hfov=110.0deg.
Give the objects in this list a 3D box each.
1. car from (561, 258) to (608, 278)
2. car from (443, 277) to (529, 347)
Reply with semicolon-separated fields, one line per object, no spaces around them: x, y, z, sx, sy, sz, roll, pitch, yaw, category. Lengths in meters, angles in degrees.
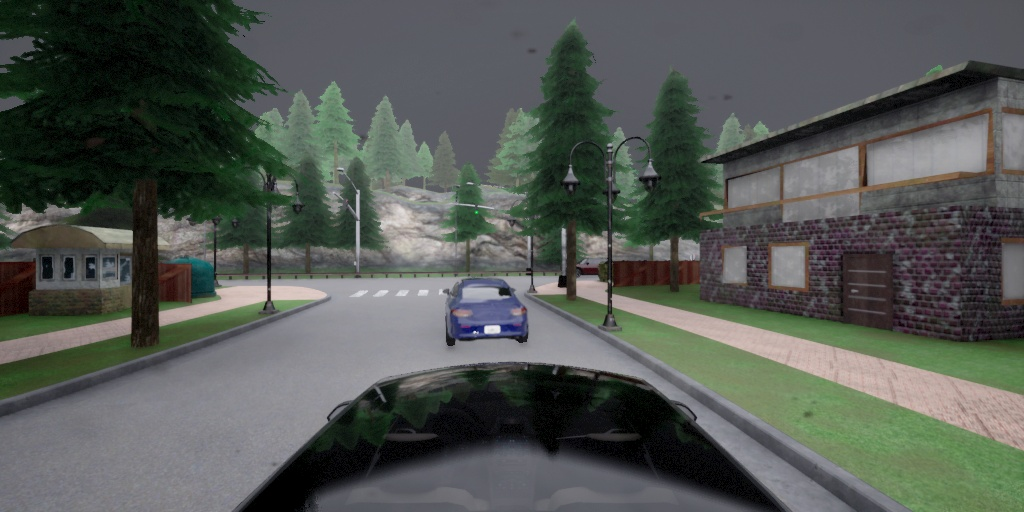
6.649;0.943;31.464;4.553;1.767;2.097;0;0;-12;car
-0.795;1.275;9.316;1.812;1.442;4.674;0;0;-10;car
